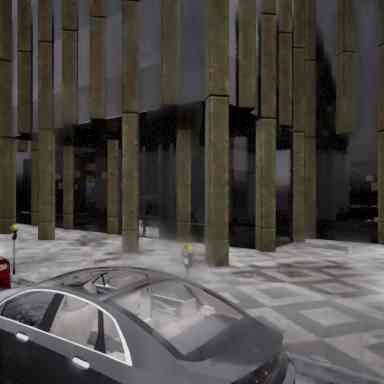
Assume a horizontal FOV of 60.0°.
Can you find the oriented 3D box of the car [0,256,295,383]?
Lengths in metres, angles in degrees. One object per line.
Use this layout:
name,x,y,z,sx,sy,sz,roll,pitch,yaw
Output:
car,-1.120,1.551,3.767,4.403,1.369,2.008,0,0,36
